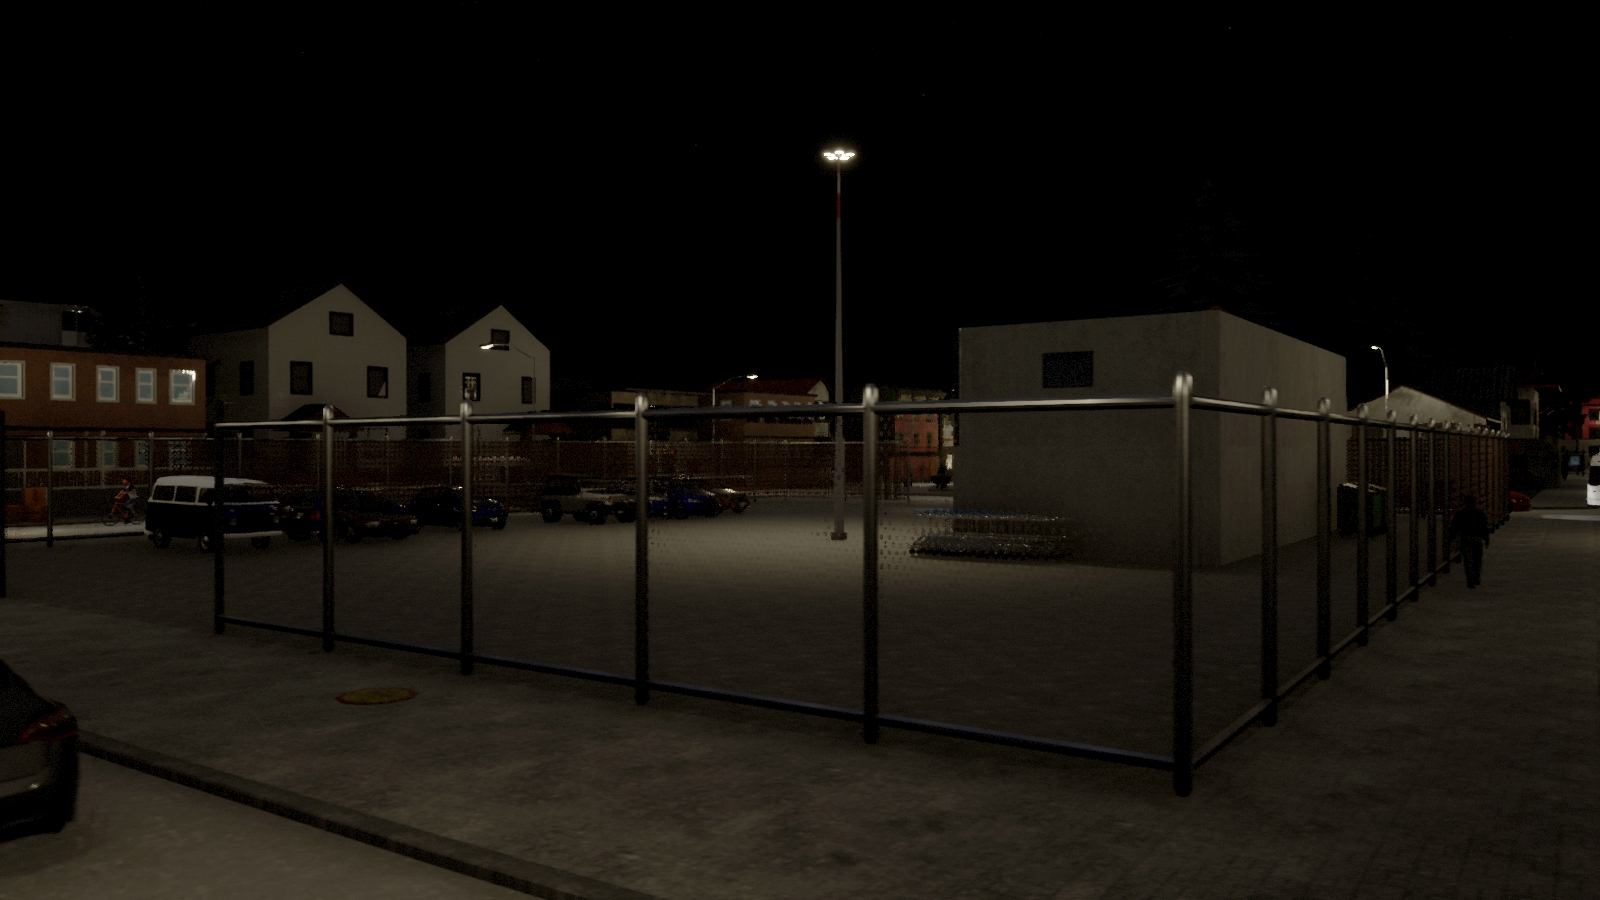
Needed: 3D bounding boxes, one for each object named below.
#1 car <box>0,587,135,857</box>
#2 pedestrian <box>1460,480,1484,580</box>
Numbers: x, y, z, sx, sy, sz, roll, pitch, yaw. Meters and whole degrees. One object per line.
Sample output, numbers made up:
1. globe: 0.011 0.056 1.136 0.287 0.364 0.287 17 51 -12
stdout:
1. car: -7.223 1.860 8.466 4.792 1.488 2.163 0 0 35
2. pedestrian: 12.799 1.509 21.755 0.375 1.860 0.375 0 0 34
